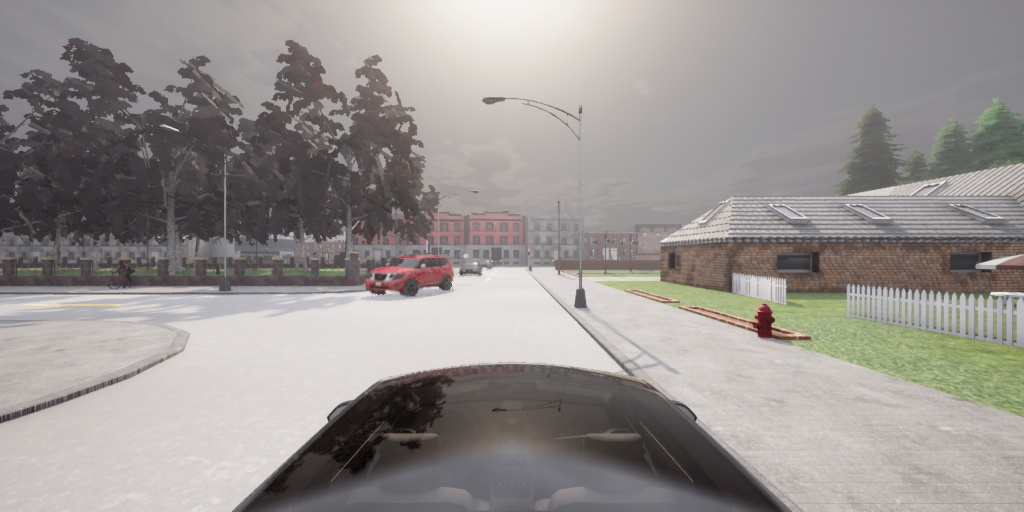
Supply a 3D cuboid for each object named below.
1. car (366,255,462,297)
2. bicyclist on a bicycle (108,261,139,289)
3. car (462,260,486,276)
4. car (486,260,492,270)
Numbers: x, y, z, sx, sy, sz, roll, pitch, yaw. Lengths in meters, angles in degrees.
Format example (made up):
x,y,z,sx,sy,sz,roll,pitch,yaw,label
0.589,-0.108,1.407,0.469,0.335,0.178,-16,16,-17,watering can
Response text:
x,y,z,sx,sy,sz,roll,pitch,yaw,label
-5.213,0.972,19.318,2.150,2.045,5.566,1,0,22,car
-22.639,1.099,20.917,0.582,1.620,1.656,0,0,0,bicyclist on a bicycle
-4.094,1.314,36.400,1.994,1.385,4.181,0,0,0,car
-4.000,1.325,53.980,1.994,1.385,4.181,0,0,0,car
